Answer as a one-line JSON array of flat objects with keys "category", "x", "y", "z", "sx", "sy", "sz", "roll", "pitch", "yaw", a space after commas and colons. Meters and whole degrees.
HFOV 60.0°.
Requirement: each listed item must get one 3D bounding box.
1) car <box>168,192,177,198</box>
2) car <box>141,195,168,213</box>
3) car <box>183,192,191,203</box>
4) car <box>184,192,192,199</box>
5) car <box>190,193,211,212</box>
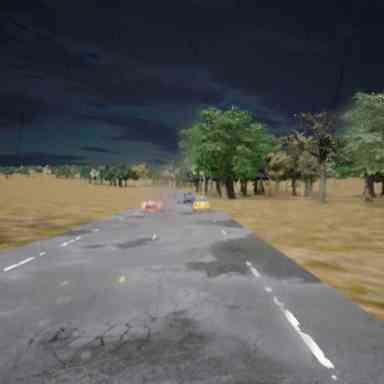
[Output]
[{"category": "car", "x": -4.463, "y": 0.672, "z": 74.778, "sx": 1.994, "sy": 1.385, "sz": 4.181, "roll": 0, "pitch": 1, "yaw": -1}, {"category": "car", "x": -3.789, "y": 1.102, "z": 32.988, "sx": 2.097, "sy": 1.767, "sz": 4.553, "roll": 0, "pitch": 1, "yaw": -1}, {"category": "car", "x": -0.484, "y": 1.077, "z": 53.364, "sx": 2.033, "sy": 1.411, "sz": 5.357, "roll": 0, "pitch": 1, "yaw": -1}, {"category": "car", "x": -0.925, "y": 0.654, "z": 73.870, "sx": 1.812, "sy": 1.442, "sz": 4.674, "roll": 0, "pitch": 1, "yaw": -2}, {"category": "car", "x": 1.014, "y": 1.187, "z": 34.764, "sx": 1.801, "sy": 1.575, "sz": 5.366, "roll": 0, "pitch": 1, "yaw": -1}]
